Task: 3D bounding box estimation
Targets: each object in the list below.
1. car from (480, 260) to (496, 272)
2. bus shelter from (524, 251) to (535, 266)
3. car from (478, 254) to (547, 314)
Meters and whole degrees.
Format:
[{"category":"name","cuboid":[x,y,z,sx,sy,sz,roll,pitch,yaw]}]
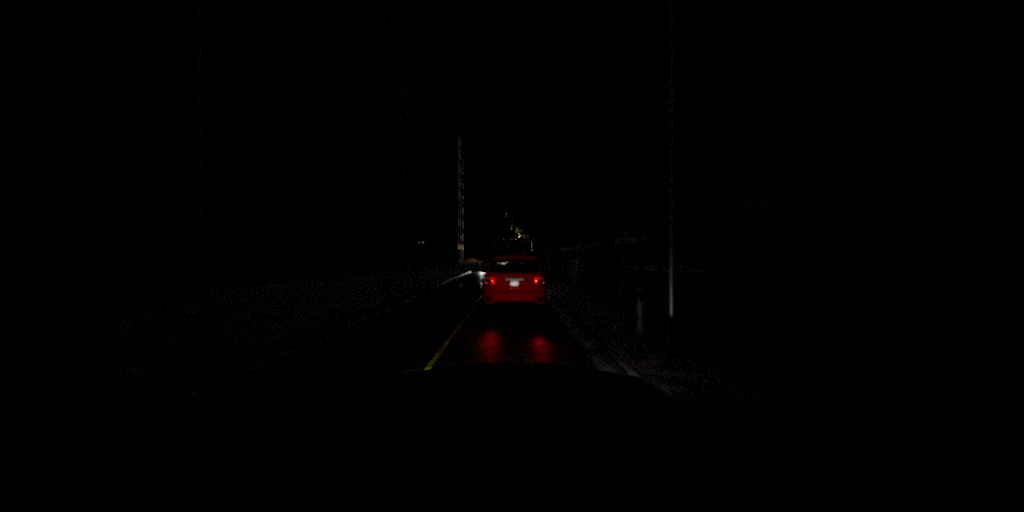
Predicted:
[{"category":"car","cuboid":[-3.073,1.259,46.431,1.812,1.442,4.674,0,0,0]},{"category":"bus shelter","cuboid":[3.149,0.615,59.267,1.920,2.740,3.880,0,0,0]},{"category":"car","cuboid":[0.090,0.965,13.910,2.150,2.045,5.566,0,0,0]}]
